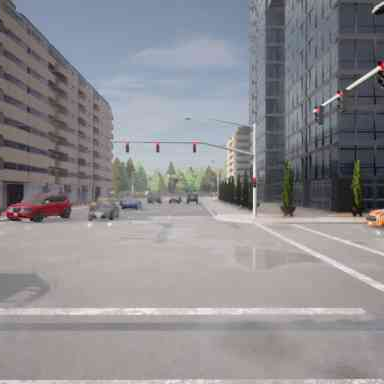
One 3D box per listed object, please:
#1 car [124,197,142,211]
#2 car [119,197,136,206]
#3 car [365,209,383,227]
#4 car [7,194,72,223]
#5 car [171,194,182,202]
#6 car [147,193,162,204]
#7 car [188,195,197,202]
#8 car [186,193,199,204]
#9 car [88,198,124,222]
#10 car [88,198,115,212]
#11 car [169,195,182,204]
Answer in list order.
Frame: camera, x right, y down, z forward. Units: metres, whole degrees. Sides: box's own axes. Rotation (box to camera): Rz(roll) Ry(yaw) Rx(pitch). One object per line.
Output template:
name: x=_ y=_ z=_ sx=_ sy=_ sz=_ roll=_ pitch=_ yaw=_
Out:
car: x=-7.392 y=1.477 z=40.942 sx=1.882 sy=1.535 sz=5.008 roll=0 pitch=0 yaw=0
car: x=-10.715 y=1.526 z=55.395 sx=1.812 sy=1.442 sz=4.674 roll=0 pitch=0 yaw=1
car: x=13.584 y=1.407 z=21.176 sx=4.553 sy=1.767 sz=2.097 roll=0 pitch=0 yaw=0
car: x=-11.818 y=1.237 z=26.324 sx=2.150 sy=2.045 sz=5.566 roll=1 pitch=0 yaw=15
car: x=-3.391 y=1.355 z=74.340 sx=2.097 sy=1.767 sz=4.553 roll=0 pitch=0 yaw=1
car: x=-7.084 y=1.224 z=63.317 sx=2.150 sy=2.045 sz=5.566 roll=0 pitch=0 yaw=1
car: x=0.116 y=1.500 z=74.616 sx=1.837 sy=1.490 sz=4.892 roll=0 pitch=0 yaw=1
car: x=0.078 y=1.221 z=63.904 sx=2.150 sy=2.045 sz=5.566 roll=0 pitch=0 yaw=1
car: x=-7.057 y=1.501 z=26.859 sx=2.128 sy=1.511 sz=4.902 roll=0 pitch=0 yaw=-5
car: x=-10.895 y=1.478 z=40.345 sx=1.882 sy=1.535 sz=5.008 roll=0 pitch=0 yaw=0
car: x=-3.416 y=1.526 z=64.323 sx=1.812 sy=1.442 sz=4.674 roll=0 pitch=0 yaw=1
